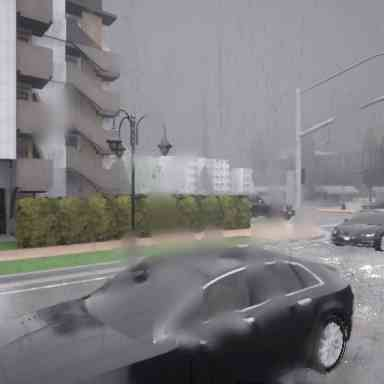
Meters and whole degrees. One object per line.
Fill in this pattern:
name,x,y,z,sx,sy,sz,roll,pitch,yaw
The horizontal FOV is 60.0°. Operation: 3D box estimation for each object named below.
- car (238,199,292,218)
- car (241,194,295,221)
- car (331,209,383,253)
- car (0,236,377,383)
car,6.794,1.478,31.596,1.882,1.535,5.008,0,0,-37
car,5.690,1.221,27.279,2.150,2.045,5.566,0,0,-38
car,7.777,1.505,13.900,4.892,1.490,1.837,0,0,-36
car,0.068,1.504,4.049,4.892,1.490,1.837,0,0,-36
